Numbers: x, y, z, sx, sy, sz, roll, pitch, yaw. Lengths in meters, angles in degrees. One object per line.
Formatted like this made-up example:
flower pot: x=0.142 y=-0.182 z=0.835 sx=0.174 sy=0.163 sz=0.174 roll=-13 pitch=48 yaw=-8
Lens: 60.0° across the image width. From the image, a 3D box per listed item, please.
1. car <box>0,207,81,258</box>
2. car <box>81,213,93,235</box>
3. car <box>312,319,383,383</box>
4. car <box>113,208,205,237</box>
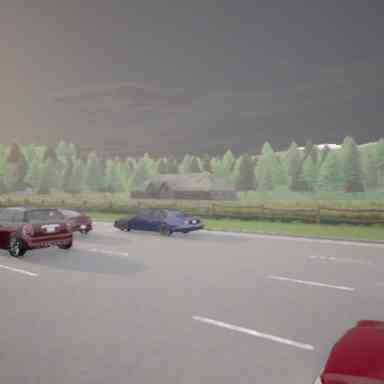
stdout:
car: x=-6.777 y=1.369 z=13.124 sx=4.553 sy=1.767 sz=2.097 roll=0 pitch=0 yaw=35
car: x=-7.241 y=1.547 z=17.752 sx=4.674 sy=1.442 sz=1.812 roll=0 pitch=0 yaw=35
car: x=3.116 y=1.599 z=1.772 sx=4.718 sy=1.301 sz=1.895 roll=0 pitch=0 yaw=35
car: x=-1.920 y=1.564 z=18.255 sx=5.357 sy=1.411 sz=2.033 roll=0 pitch=0 yaw=35
